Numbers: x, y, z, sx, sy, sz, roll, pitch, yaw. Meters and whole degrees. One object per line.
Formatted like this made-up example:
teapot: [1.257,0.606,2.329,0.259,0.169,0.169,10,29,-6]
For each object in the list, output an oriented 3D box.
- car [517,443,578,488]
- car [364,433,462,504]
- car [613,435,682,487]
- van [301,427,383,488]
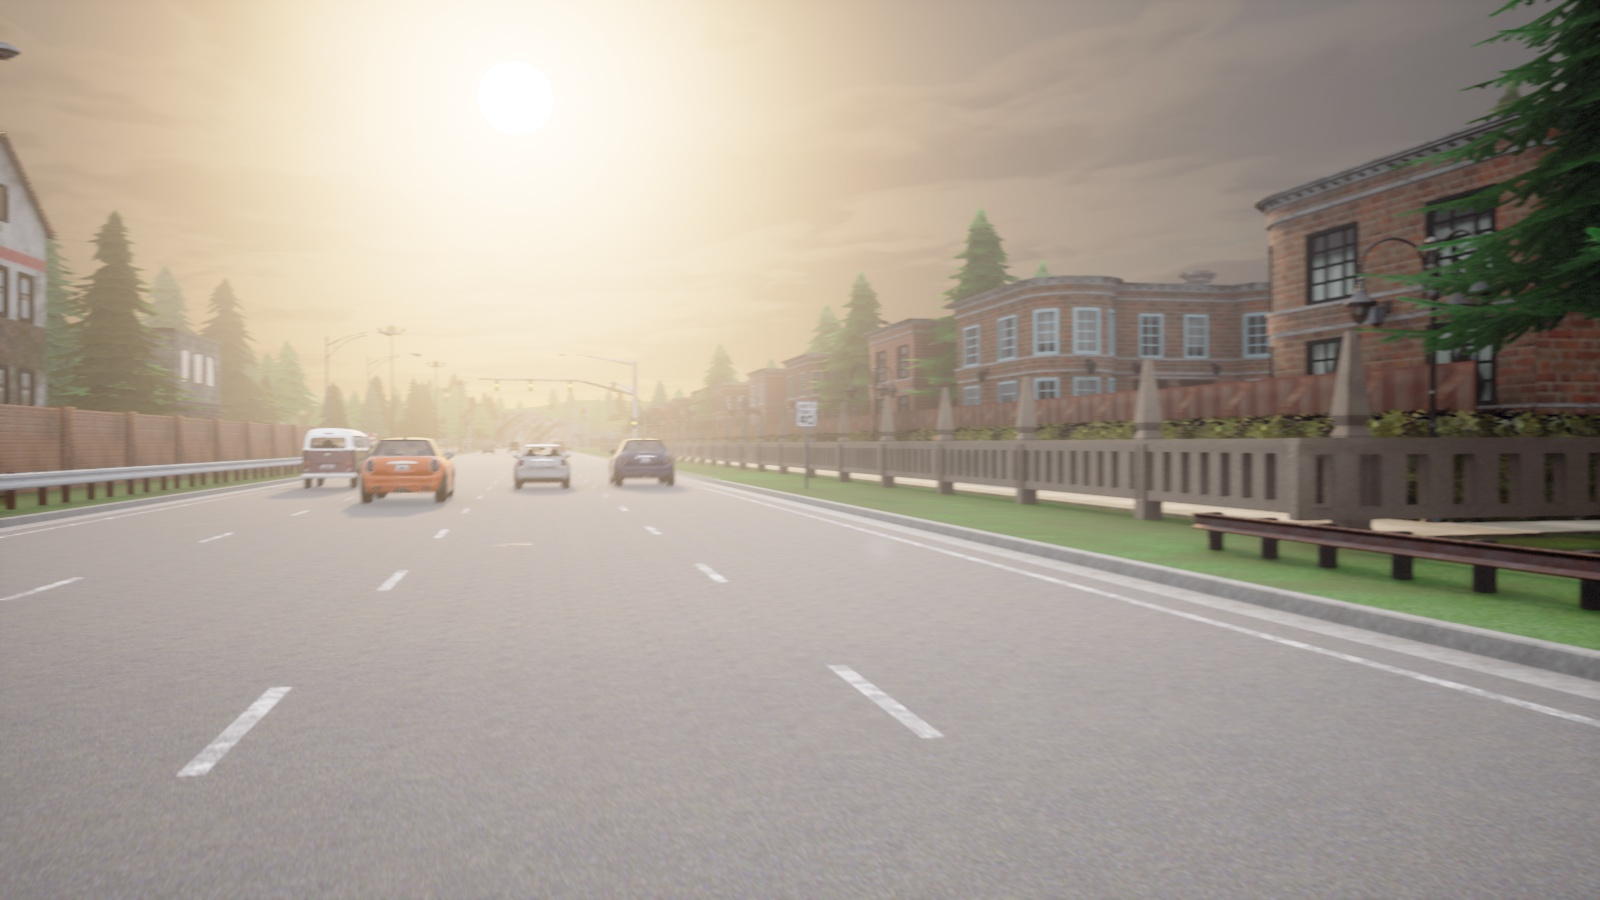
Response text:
car: [-8.697,0.484,43.264,1.970,1.475,3.806,0,0,-12]
car: [-10.319,0.435,33.801,2.097,1.767,4.553,0,0,-12]
car: [-5.589,0.358,45.520,2.097,1.767,4.553,0,0,-12]
van: [-16.027,0.250,44.145,2.069,2.038,4.480,0,0,-12]
